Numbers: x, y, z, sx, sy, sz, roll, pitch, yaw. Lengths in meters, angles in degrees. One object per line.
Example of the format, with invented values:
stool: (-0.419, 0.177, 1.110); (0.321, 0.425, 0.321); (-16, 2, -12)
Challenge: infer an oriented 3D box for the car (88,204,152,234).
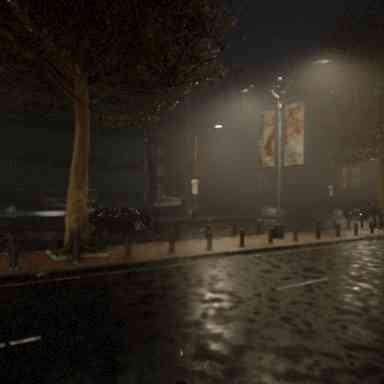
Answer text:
car: (-4.759, 1.585, 19.549); (4.892, 1.490, 1.837); (1, -1, -33)

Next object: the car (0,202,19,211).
car: (-19.700, 1.363, 32.719); (4.786, 1.482, 2.161); (1, -1, -34)

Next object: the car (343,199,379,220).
car: (18.029, 1.778, 34.452); (5.566, 2.045, 2.150); (2, -1, -33)

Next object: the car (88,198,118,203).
car: (-11.789, 1.473, 42.877); (4.674, 1.452, 2.002); (1, -1, -34)
